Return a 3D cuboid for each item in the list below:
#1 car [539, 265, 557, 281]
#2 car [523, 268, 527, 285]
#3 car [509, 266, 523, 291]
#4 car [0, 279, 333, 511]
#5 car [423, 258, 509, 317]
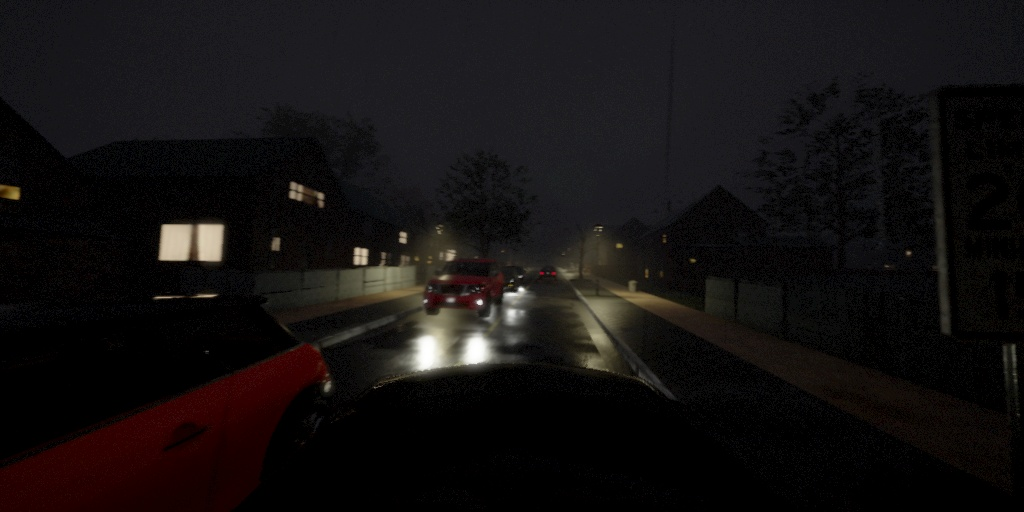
[{"bbox_3d":[3.828,1.803,37.813,2.033,1.411,5.357,1,-1,7],"label":"car"},{"bbox_3d":[0.229,1.611,30.708,1.837,1.490,4.892,1,-1,6],"label":"car"},{"bbox_3d":[-0.532,1.529,24.510,1.837,1.490,4.892,1,-1,6],"label":"car"},{"bbox_3d":[-2.830,1.054,1.523,2.097,1.767,4.553,1,-1,3],"label":"car"},{"bbox_3d":[-1.643,1.100,14.222,2.150,2.045,5.566,1,-1,7],"label":"car"}]
